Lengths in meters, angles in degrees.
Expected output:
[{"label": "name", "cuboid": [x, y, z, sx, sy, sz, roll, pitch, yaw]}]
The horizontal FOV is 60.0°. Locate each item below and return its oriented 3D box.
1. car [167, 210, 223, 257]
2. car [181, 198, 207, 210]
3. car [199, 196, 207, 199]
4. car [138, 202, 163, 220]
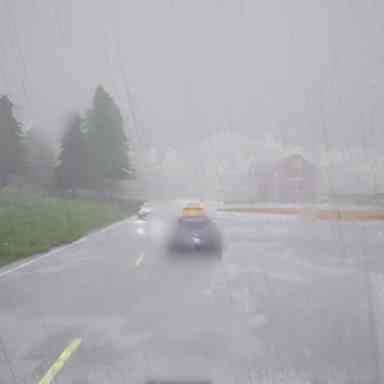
[{"label": "car", "cuboid": [0.089, 1.603, 13.124, 1.994, 1.385, 4.181, 0, 0, 0]}, {"label": "car", "cuboid": [0.080, 1.567, 28.814, 1.882, 1.535, 5.008, 0, 0, 0]}, {"label": "car", "cuboid": [2.952, 1.727, 88.312, 1.816, 1.474, 4.193, -6, 0, -2]}, {"label": "car", "cuboid": [-3.593, 1.617, 29.481, 1.812, 1.442, 4.674, 0, 0, 0]}]
